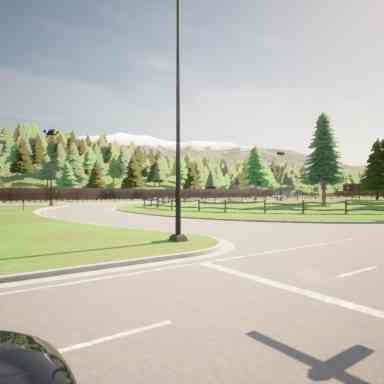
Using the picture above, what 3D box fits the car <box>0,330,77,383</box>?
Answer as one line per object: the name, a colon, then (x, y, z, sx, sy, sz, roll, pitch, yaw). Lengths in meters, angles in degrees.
car: (-3.052, 1.505, 1.568, 4.892, 1.490, 1.837, 0, 0, -35)
